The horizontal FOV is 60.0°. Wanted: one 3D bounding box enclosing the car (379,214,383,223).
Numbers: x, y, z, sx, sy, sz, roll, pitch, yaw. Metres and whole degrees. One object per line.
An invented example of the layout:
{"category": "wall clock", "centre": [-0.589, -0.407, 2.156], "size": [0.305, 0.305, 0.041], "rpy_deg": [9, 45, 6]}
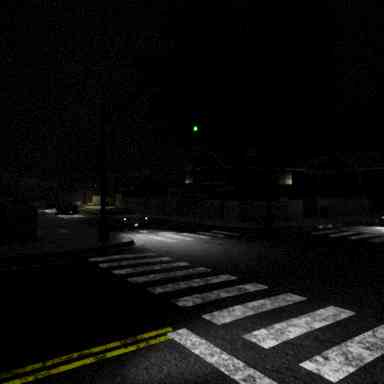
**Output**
{"category": "car", "centre": [14.570, 1.508, 22.078], "size": [5.357, 1.411, 2.033], "rpy_deg": [0, 0, -36]}

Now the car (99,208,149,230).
{"category": "car", "centre": [-4.705, 1.768, 22.591], "size": [1.895, 1.301, 4.718], "rpy_deg": [0, 0, -34]}

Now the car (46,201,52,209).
{"category": "car", "centre": [-22.490, 2.083, 53.727], "size": [1.895, 1.301, 4.718], "rpy_deg": [0, 0, -25]}

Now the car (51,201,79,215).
{"category": "car", "centre": [-14.245, 1.838, 37.845], "size": [2.033, 1.411, 5.357], "rpy_deg": [0, 0, -30]}
